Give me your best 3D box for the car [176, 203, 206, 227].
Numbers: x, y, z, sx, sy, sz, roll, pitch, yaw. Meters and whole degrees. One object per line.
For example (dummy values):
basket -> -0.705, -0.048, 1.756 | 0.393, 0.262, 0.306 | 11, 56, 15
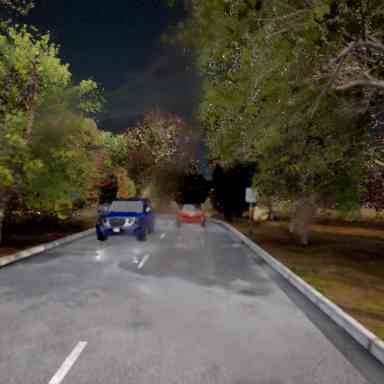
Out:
car -> -0.154, 1.632, 25.521 | 2.097, 1.767, 4.553 | 1, -1, -3

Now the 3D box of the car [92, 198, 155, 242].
car -> -3.263, 1.345, 17.488 | 2.150, 2.045, 5.566 | 1, 0, 2

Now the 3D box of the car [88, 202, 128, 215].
car -> -10.007, 1.975, 39.454 | 4.181, 1.385, 1.994 | 0, -2, 22
